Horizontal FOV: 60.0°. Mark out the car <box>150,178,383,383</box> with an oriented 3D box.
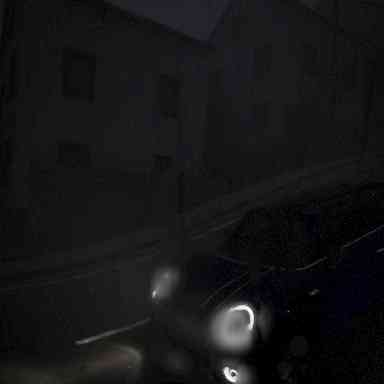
[{"bbox_3d":[1.555,0.918,4.965,4.553,1.767,2.097,-14,8,-32],"label":"car"}]
